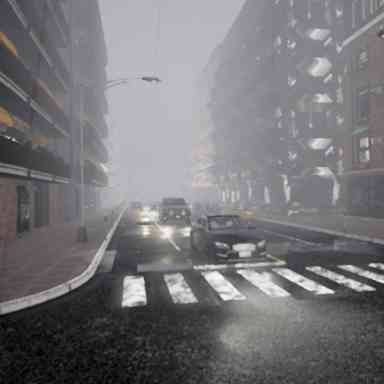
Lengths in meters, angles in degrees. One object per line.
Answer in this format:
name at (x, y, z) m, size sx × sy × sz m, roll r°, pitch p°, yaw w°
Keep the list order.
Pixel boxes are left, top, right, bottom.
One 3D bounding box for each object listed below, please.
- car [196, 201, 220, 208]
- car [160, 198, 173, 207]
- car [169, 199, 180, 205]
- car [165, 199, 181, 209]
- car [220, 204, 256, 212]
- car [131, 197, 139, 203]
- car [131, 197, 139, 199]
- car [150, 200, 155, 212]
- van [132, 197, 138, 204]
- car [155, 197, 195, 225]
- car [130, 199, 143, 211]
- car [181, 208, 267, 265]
car at (2.135, 1.819, 39.370) m, size 1.887 × 1.381 × 4.507 m, roll 0°, pitch 0°, yaw -10°
car at (-4.981, 2.036, 64.319) m, size 2.128 × 1.511 × 4.902 m, roll 0°, pitch -1°, yaw -10°
car at (-3.874, 2.155, 72.807) m, size 2.008 × 1.369 × 4.403 m, roll 0°, pitch 0°, yaw -10°
car at (-3.145, 1.935, 54.120) m, size 2.128 × 1.511 × 4.902 m, roll 0°, pitch 0°, yaw -10°
car at (4.108, 1.697, 28.394) m, size 1.752 × 1.417 × 4.829 m, roll 0°, pitch 0°, yaw -10°
car at (-16.135, 2.219, 93.634) m, size 2.192 × 1.841 × 5.009 m, roll -1°, pitch -1°, yaw -10°
car at (-12.128, 1.984, 71.346) m, size 2.192 × 1.841 × 5.009 m, roll 0°, pitch 0°, yaw -10°
car at (-4.704, 1.875, 44.978) m, size 2.128 × 1.511 × 4.902 m, roll 0°, pitch -1°, yaw -10°
van at (-15.132, 2.181, 88.064) m, size 1.690 × 1.788 × 3.998 m, roll 0°, pitch -1°, yaw -10°
car at (-1.476, 1.424, 26.719) m, size 2.150 × 2.045 × 5.566 m, roll 0°, pitch 1°, yaw -10°
car at (-8.119, 2.030, 49.052) m, size 1.802 × 1.307 × 4.206 m, roll 0°, pitch 0°, yaw -10°
car at (1.131, 1.579, 12.213) m, size 2.128 × 1.511 × 4.902 m, roll 0°, pitch 0°, yaw -10°
